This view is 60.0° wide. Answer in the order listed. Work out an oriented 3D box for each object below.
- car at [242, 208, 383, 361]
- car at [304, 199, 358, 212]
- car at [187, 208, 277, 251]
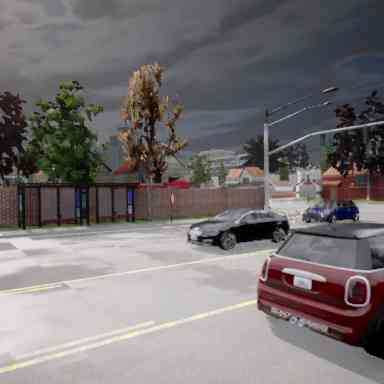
[{"bbox_3d":[3.355,1.345,6.149,4.553,1.767,2.097,0,0,-36],"label":"car"},{"bbox_3d":[10.066,1.309,23.996,4.553,1.767,2.097,-1,0,-36],"label":"car"},{"bbox_3d":[2.063,1.469,14.066,4.902,1.511,2.128,0,0,-35],"label":"car"}]
